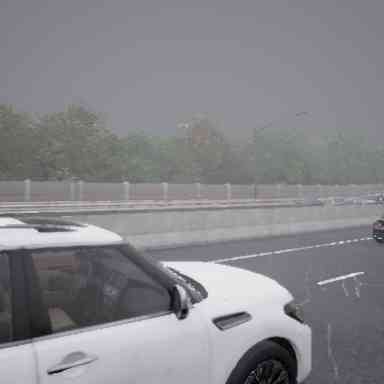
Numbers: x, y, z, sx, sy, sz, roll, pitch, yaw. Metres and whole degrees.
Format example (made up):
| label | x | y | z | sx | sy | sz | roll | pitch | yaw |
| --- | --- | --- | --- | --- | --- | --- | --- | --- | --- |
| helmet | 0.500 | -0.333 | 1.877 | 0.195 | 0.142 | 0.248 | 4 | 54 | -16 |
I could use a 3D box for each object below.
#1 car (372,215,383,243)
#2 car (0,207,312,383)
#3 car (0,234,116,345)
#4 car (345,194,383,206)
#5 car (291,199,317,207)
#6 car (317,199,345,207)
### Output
| label | x | y | z | sx | sy | sz | roll | pitch | yaw |
| --- | --- | --- | --- | --- | --- | --- | --- | --- | --- |
| car | 10.099 | 1.552 | 15.100 | 4.892 | 1.490 | 1.837 | 0 | 0 | -35 |
| car | -1.389 | 1.217 | 2.749 | 5.566 | 2.045 | 2.150 | 0 | 0 | -36 |
| car | -3.823 | 1.588 | 5.311 | 4.718 | 1.301 | 1.895 | 0 | 0 | -36 |
| car | 18.397 | 1.228 | 33.691 | 5.566 | 2.045 | 2.150 | 0 | 0 | -34 |
| car | 14.018 | 1.540 | 39.185 | 5.357 | 1.411 | 2.033 | 0 | 0 | -34 |
| car | 16.444 | 1.492 | 36.588 | 4.902 | 1.511 | 2.128 | 0 | 0 | -34 |
